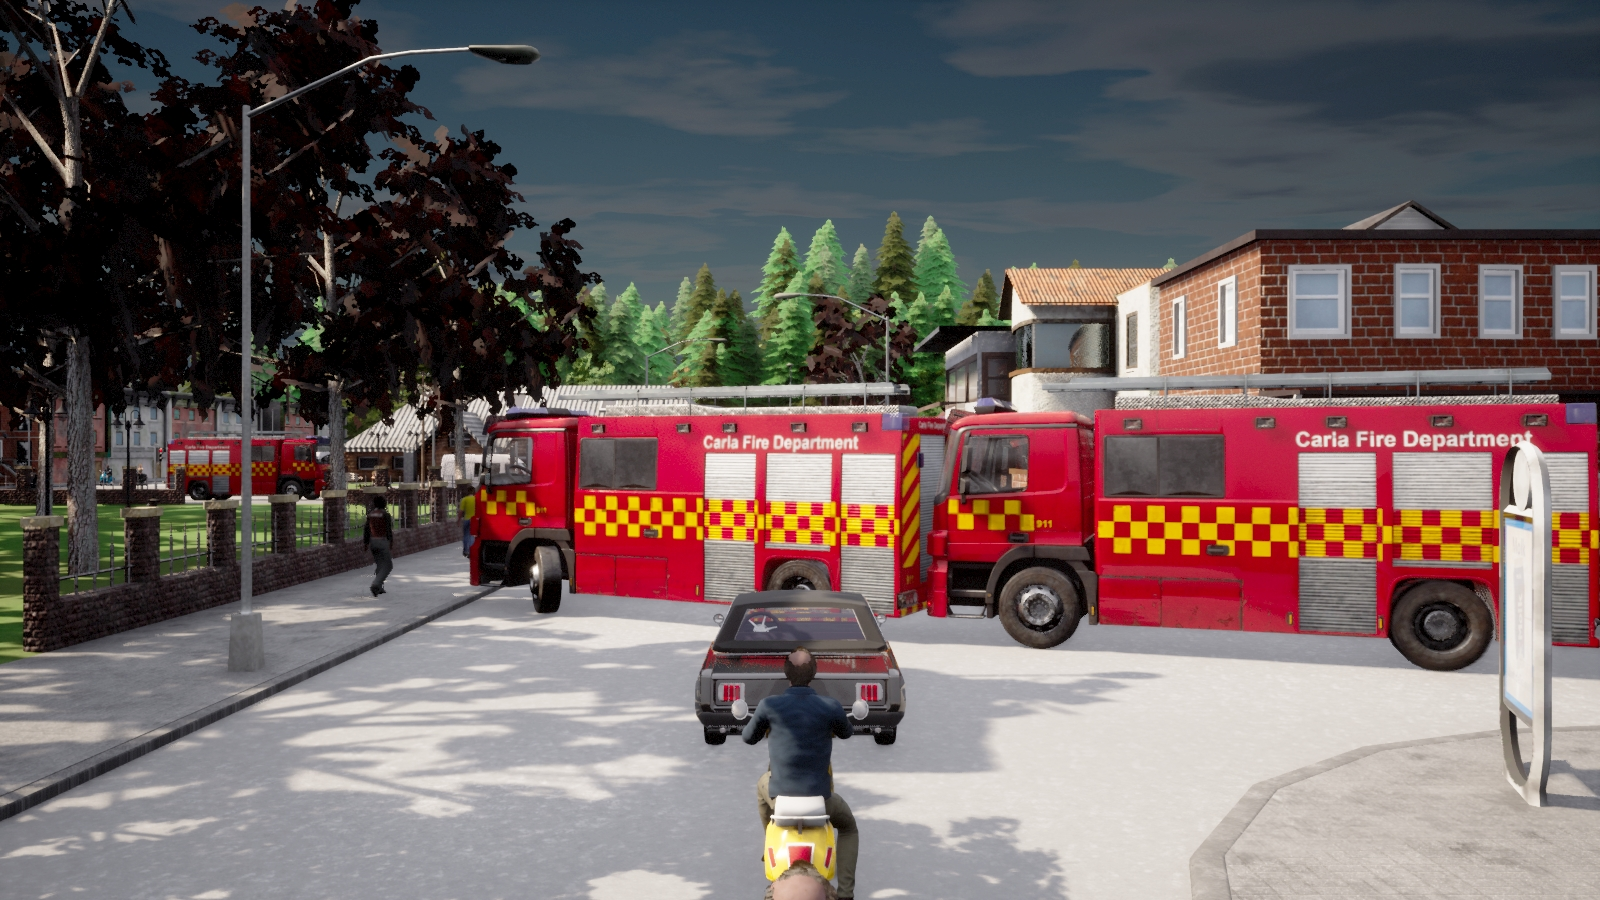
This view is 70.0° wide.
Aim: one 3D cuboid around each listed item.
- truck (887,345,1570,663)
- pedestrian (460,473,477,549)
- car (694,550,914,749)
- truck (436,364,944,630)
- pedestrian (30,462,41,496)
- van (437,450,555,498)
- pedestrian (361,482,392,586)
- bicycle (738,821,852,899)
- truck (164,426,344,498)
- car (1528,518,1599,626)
[{"bbox_3d":[5.734,0.661,16.494,8.468,3.827,2.891,0,0,19],"label":"truck"},{"bbox_3d":[-8.268,1.514,28.467,0.375,1.860,0.375,0,0,-21],"label":"pedestrian"},{"bbox_3d":[0.033,1.930,12.217,1.895,1.301,4.718,0,0,0],"label":"car"},{"bbox_3d":[-2.039,0.664,19.659,8.468,3.827,2.891,0,0,27],"label":"truck"},{"bbox_3d":[-42.220,1.603,63.104,0.375,1.860,0.375,0,0,12],"label":"pedestrian"},{"bbox_3d":[-16.613,1.289,62.612,5.915,2.561,1.988,0,0,0],"label":"van"},{"bbox_3d":[-7.722,1.516,20.834,0.375,1.860,0.375,0,0,13],"label":"pedestrian"},{"bbox_3d":[-0.015,1.938,3.086,0.329,1.271,1.835,0,0,0],"label":"bicycle"},{"bbox_3d":[-29.853,0.645,62.699,8.468,3.827,2.891,0,0,1],"label":"truck"},{"bbox_3d":[14.103,1.835,17.290,4.792,1.488,2.163,0,0,0],"label":"car"}]
